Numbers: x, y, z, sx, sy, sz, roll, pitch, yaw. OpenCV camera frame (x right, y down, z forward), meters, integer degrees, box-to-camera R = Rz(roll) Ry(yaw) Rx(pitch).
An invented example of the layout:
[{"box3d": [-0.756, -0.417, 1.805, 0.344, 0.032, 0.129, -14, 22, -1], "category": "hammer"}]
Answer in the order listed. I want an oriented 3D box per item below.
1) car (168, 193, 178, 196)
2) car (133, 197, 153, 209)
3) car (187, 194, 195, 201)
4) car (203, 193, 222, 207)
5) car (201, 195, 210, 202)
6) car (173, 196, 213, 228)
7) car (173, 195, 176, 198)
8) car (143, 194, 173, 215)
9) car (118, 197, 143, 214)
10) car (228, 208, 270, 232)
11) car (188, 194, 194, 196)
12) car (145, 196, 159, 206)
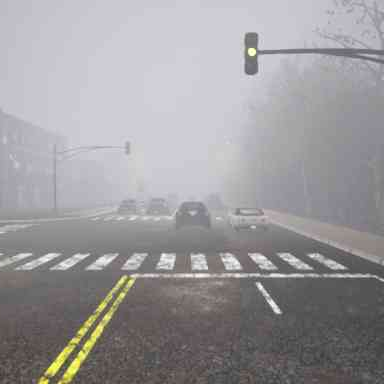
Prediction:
[{"box3d": [-3.422, 1.197, 58.412, 2.150, 2.045, 5.566, 0, 0, 1], "category": "car"}, {"box3d": [-6.675, 1.473, 45.841, 2.128, 1.511, 4.902, 0, 0, 0], "category": "car"}, {"box3d": [-0.152, 1.297, 75.920, 1.837, 1.490, 4.892, 0, 0, 0], "category": "car"}, {"box3d": [3.251, 1.201, 50.284, 2.150, 2.045, 5.566, 0, 0, 0], "category": "car"}, {"box3d": [3.101, 1.443, 75.889, 1.882, 1.535, 5.008, 0, 0, 0], "category": "car"}, {"box3d": [0.057, 1.345, 22.012, 2.097, 1.767, 4.553, 0, 0, 0], "category": "car"}, {"box3d": [-3.426, 1.530, 44.616, 2.033, 1.411, 5.357, 0, 0, 0], "category": "car"}, {"box3d": [-3.412, 1.340, 34.141, 2.097, 1.767, 4.553, 0, 0, 0], "category": "car"}, {"box3d": [-6.663, 1.492, 35.682, 1.837, 1.490, 4.892, 0, 0, 0], "category": "car"}, {"box3d": [3.311, 1.595, 20.209, 1.895, 1.301, 4.718, 0, 0, 0], "category": "car"}, {"box3d": [-0.132, 1.497, 65.917, 1.812, 1.442, 4.674, 0, 0, 0], "category": "car"}, {"box3d": [-6.681, 1.502, 56.423, 1.812, 1.442, 4.674, 0, 0, 0], "category": "car"}]
